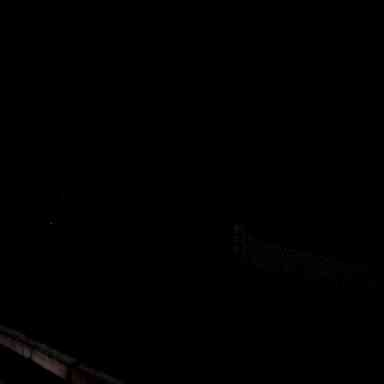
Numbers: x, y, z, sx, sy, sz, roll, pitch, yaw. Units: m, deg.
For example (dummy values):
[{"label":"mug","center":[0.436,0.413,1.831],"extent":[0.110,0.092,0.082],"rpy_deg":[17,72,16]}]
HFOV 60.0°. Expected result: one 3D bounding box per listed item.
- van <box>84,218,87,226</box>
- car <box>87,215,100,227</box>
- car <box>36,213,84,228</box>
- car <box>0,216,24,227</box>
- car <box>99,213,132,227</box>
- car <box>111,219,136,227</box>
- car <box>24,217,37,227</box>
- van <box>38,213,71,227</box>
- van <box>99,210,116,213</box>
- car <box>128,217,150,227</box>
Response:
[{"label":"van","center":[-20.358,4.706,55.083],"extent":[4.442,1.987,1.878],"rpy_deg":[0,-6,5]},{"label":"car","center":[-19.217,5.209,57.797],"extent":[4.892,1.521,2.231],"rpy_deg":[0,-5,5]},{"label":"car","center":[-18.478,3.994,46.930],"extent":[2.150,2.045,5.566],"rpy_deg":[-1,-6,24]},{"label":"car","center":[-25.490,3.850,44.100],"extent":[4.674,1.452,2.002],"rpy_deg":[1,-5,4]},{"label":"car","center":[-15.482,5.795,66.027],"extent":[5.566,2.045,2.435],"rpy_deg":[0,-5,5]},{"label":"car","center":[-14.212,6.365,68.738],"extent":[4.674,1.452,2.002],"rpy_deg":[0,-5,5]},{"label":"car","center":[-24.249,4.131,46.849],"extent":[4.674,1.452,2.002],"rpy_deg":[0,-6,5]},{"label":"van","center":[-21.613,4.426,52.341],"extent":[4.442,1.987,1.878],"rpy_deg":[0,-6,5]},{"label":"van","center":[-23.422,7.011,92.511],"extent":[1.878,1.987,4.442],"rpy_deg":[1,1,10]},{"label":"car","center":[-10.071,6.214,65.317],"extent":[1.994,1.385,4.181],"rpy_deg":[-1,-6,25]}]
